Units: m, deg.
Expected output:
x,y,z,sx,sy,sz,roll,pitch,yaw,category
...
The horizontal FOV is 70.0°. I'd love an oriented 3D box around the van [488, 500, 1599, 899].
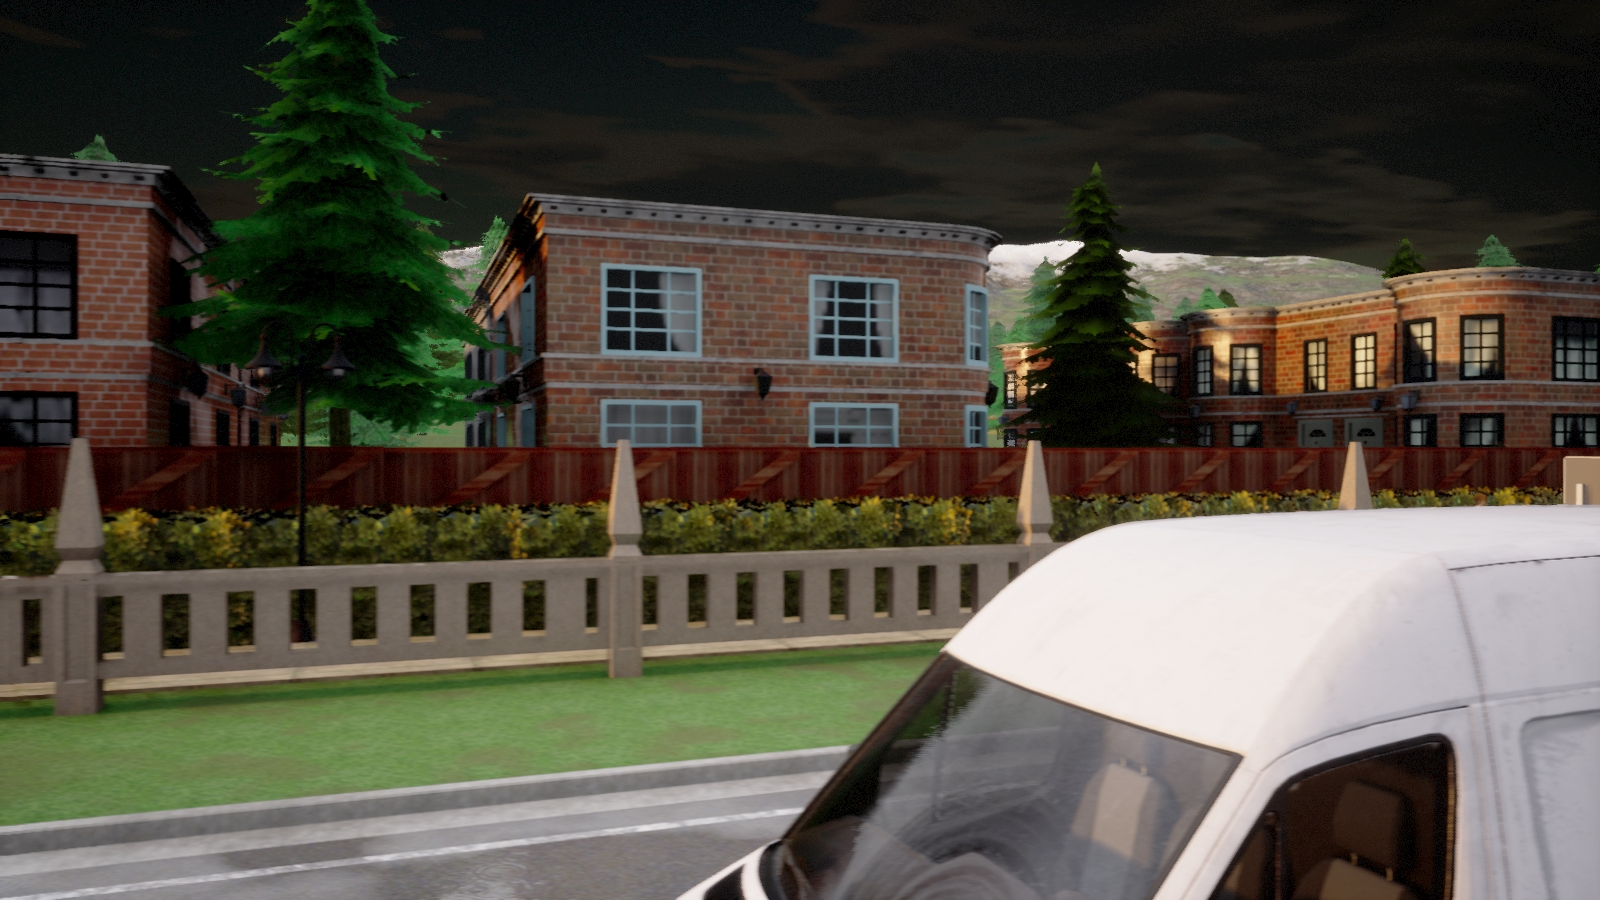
x,y,z,sx,sy,sz,roll,pitch,yaw,category
2.037,1.534,4.041,5.915,2.561,1.988,0,0,-20,van
